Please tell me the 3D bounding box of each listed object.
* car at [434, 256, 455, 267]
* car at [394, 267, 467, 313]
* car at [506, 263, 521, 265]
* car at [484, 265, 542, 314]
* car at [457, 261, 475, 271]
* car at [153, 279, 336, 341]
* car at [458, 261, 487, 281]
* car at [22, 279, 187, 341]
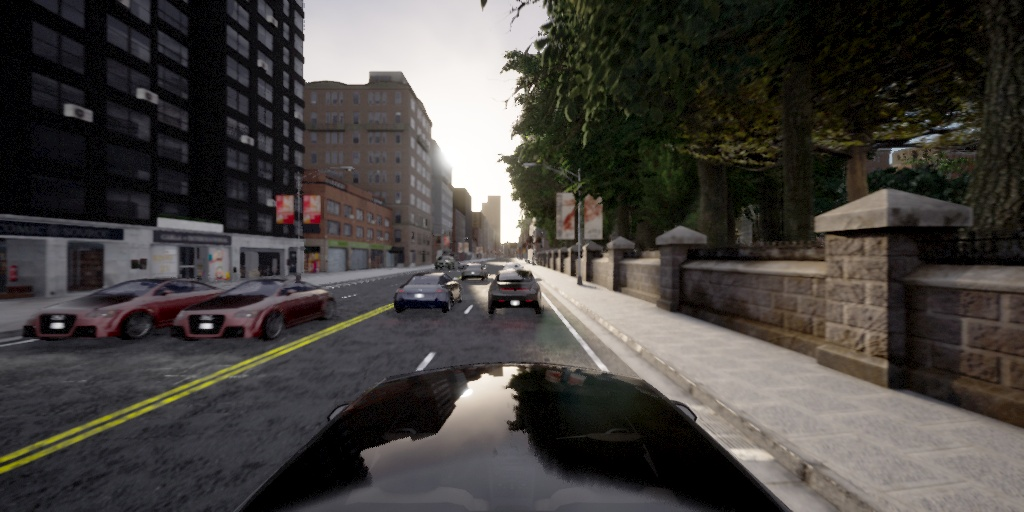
[{"bbox_3d":[-9.807,1.030,52.646,2.150,2.045,5.566,0,0,0],"label":"car"},{"bbox_3d":[-3.149,1.326,14.191,1.994,1.385,4.181,0,0,0],"label":"car"},{"bbox_3d":[0.103,1.308,31.374,1.812,1.442,4.674,0,0,0],"label":"car"},{"bbox_3d":[0.101,1.266,13.951,1.837,1.490,4.892,0,0,0],"label":"car"},{"bbox_3d":[-6.570,1.371,51.558,1.994,1.385,4.181,0,0,0],"label":"car"},{"bbox_3d":[-6.600,1.321,9.730,1.994,1.385,4.181,0,0,0],"label":"car"},{"bbox_3d":[-3.148,1.346,30.922,1.994,1.385,4.181,0,0,0],"label":"car"},{"bbox_3d":[-9.850,1.322,9.758,1.994,1.385,4.181,0,0,0],"label":"car"}]
